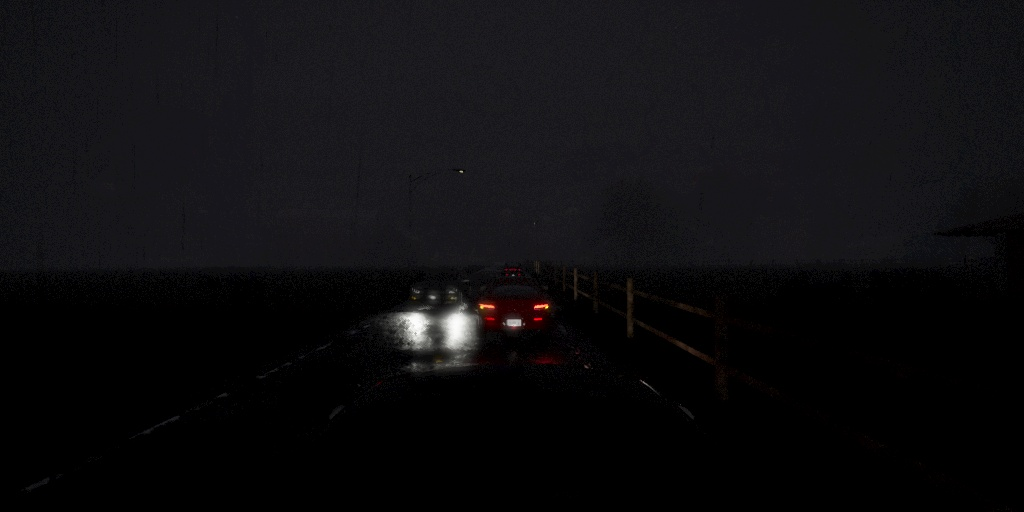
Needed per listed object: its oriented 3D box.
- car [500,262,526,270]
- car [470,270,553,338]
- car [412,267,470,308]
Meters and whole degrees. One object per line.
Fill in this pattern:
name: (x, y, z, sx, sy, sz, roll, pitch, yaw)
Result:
car: (0.084, 1.256, 29.365, 2.128, 1.511, 4.902, 0, 0, 0)
car: (0.068, 1.276, 10.045, 1.812, 1.442, 4.674, 0, 0, 0)
car: (-2.853, 1.255, 15.395, 1.837, 1.490, 4.892, 0, 0, 0)
